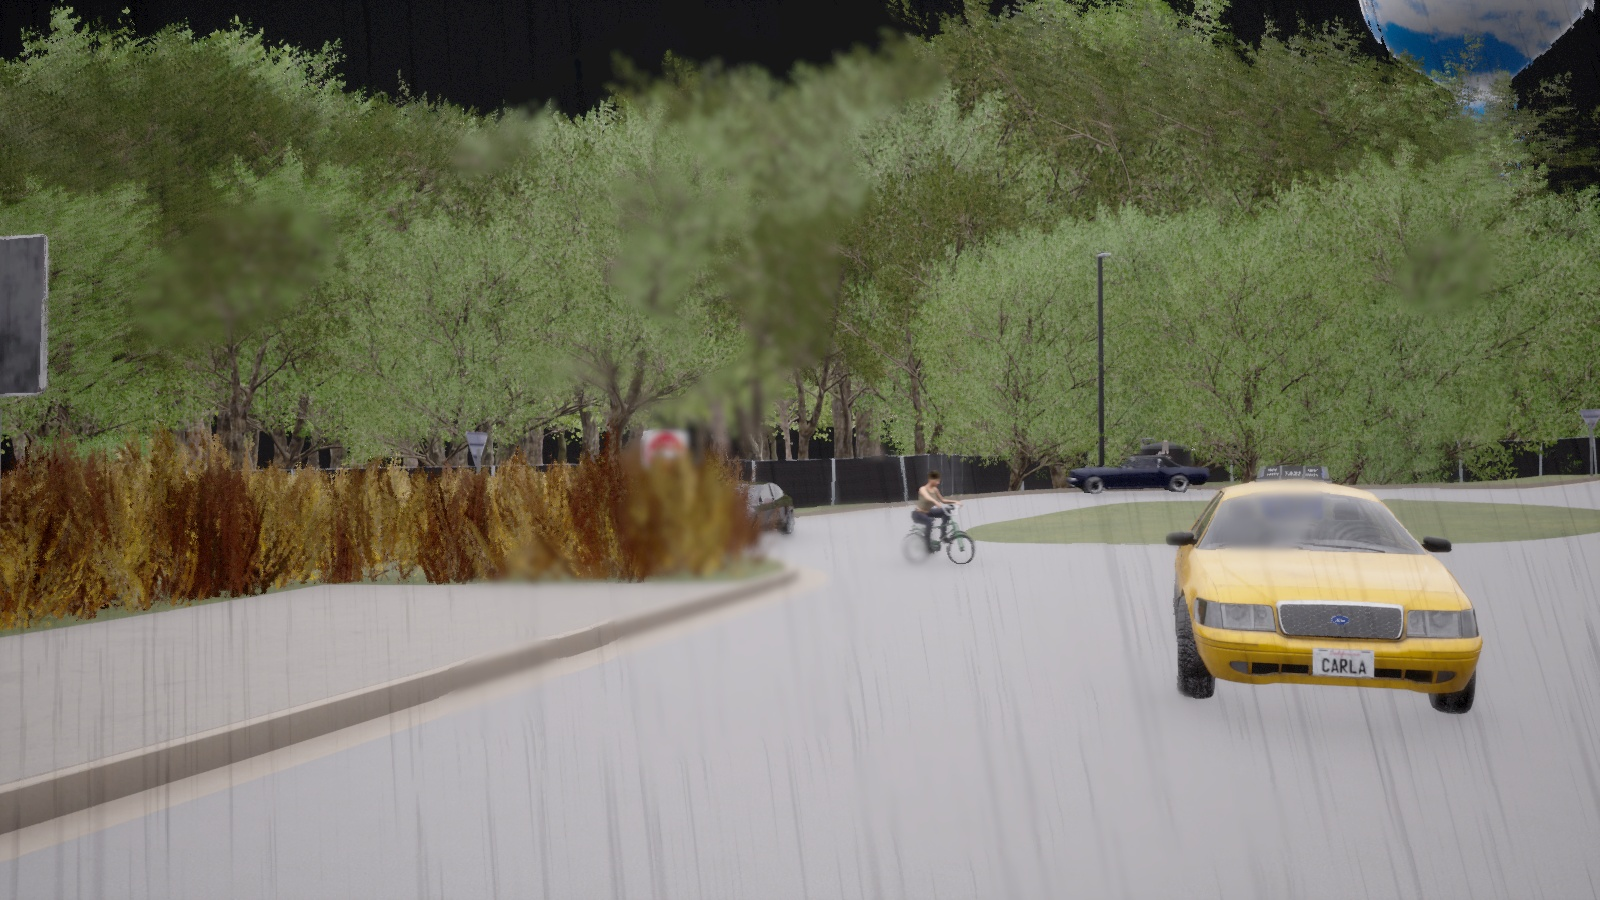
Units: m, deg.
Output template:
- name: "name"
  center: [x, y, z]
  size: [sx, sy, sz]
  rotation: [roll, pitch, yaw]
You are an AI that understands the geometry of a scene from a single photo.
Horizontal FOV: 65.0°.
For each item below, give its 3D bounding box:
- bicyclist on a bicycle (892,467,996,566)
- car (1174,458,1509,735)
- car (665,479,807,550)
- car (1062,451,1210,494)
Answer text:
- name: "bicyclist on a bicycle"
  center: [2.449, 1.135, 21.483]
  size: [1.509, 1.612, 0.866]
  rotation: [-4, -4, 44]
- name: "car"
  center: [3.950, 0.863, 10.039]
  size: [1.801, 1.575, 5.366]
  rotation: [0, 0, 16]
- name: "car"
  center: [-1.479, 1.558, 31.449]
  size: [2.163, 1.488, 4.792]
  rotation: [-2, 0, 15]
- name: "car"
  center: [11.728, 0.780, 44.078]
  size: [4.718, 1.301, 1.895]
  rotation: [-2, 0, 5]
